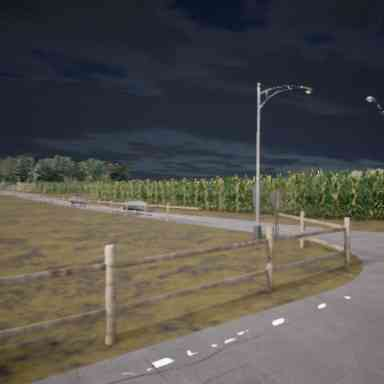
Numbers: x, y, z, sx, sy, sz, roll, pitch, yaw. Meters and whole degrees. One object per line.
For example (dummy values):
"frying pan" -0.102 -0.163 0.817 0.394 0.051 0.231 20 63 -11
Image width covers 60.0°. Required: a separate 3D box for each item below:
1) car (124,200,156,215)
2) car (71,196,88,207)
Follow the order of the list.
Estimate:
"car" -5.466 1.577 34.206 1.812 1.442 4.674 2 -1 -35
"car" -17.233 1.449 50.850 1.837 1.490 4.892 2 0 -36
